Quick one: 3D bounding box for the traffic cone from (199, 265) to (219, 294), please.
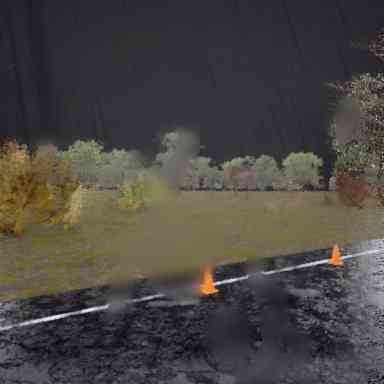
[{"bbox_3d":[0.382,1.936,7.501,0.340,0.580,0.340,0,0,-35],"label":"traffic cone"}]

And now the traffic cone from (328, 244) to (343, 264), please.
[{"bbox_3d":[4.499,1.922,10.374,0.340,0.580,0.340,0,0,-35],"label":"traffic cone"}]
